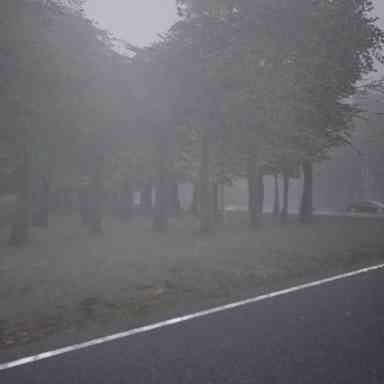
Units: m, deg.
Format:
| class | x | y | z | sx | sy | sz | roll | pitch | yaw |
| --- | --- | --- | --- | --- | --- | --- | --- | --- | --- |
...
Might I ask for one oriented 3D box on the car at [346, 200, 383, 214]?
| class | x | y | z | sx | sy | sz | roll | pitch | yaw |
| --- | --- | --- | --- | --- | --- | --- | --- | --- | --- |
| car | 19.243 | 1.696 | 35.977 | 1.837 | 1.490 | 4.892 | 1 | 1 | -35 |
